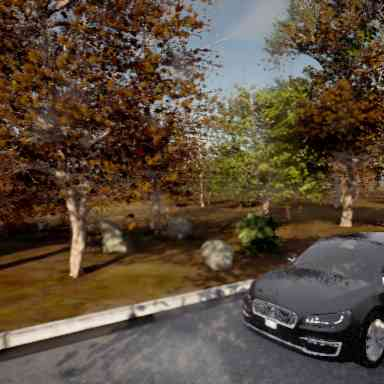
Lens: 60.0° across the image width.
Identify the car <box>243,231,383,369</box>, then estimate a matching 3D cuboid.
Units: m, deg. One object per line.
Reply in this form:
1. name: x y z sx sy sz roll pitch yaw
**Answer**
1. car: 3.032 1.511 5.833 4.892 1.490 1.837 0 0 -35
